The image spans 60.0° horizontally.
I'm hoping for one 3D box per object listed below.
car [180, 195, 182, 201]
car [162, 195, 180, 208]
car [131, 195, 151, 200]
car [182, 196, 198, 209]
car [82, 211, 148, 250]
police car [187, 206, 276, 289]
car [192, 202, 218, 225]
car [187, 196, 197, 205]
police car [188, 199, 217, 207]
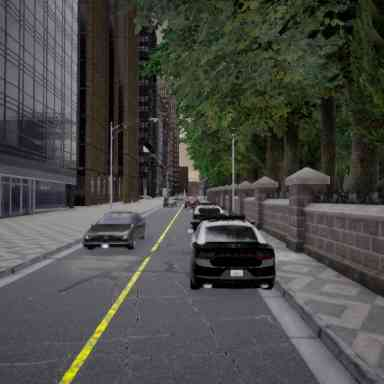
[{"bbox_3d":[-2.976,1.579,82.409,1.837,1.490,4.892,0,-1,0],"label":"car"},{"bbox_3d":[-3.084,1.525,47.651,1.837,1.490,4.892,0,0,0],"label":"car"},{"bbox_3d":[-14.611,1.583,93.534,4.403,1.369,2.008,0,-1,0],"label":"car"},{"bbox_3d":[0.049,1.371,46.657,2.097,1.767,4.553,0,0,1],"label":"car"},{"bbox_3d":[-3.096,1.549,14.532,2.033,1.411,5.357,0,0,0],"label":"car"},{"bbox_3d":[0.903,1.427,9.273,1.930,1.638,5.238,0,0,0],"label":"police car"},{"bbox_3d":[0.908,1.530,25.167,1.812,1.442,4.674,0,0,0],"label":"car"},{"bbox_3d":[0.018,1.563,61.411,1.812,1.442,4.674,0,0,0],"label":"car"},{"bbox_3d":[0.906,1.428,19.275,1.930,1.638,5.238,0,0,0],"label":"police car"}]
